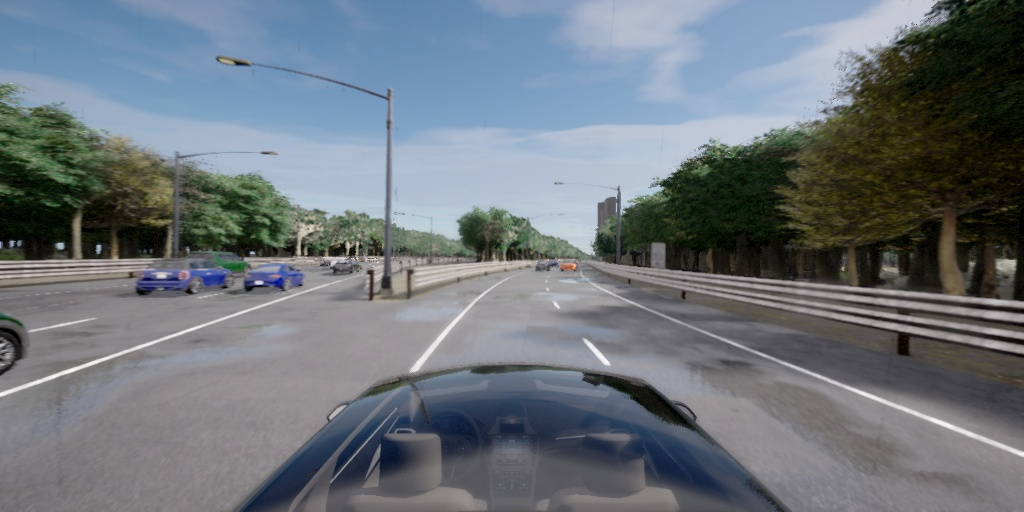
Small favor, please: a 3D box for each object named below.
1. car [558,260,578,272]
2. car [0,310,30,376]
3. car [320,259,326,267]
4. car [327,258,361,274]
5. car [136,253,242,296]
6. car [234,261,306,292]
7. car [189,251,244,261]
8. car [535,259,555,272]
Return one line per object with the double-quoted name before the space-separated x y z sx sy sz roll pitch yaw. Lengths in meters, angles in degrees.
"car" 8.140 1.311 51.686 2.097 1.767 4.553 1 0 11
"car" -8.502 0.988 3.864 2.097 1.767 4.553 1 0 -16
"car" -27.104 1.013 53.997 1.895 1.301 4.718 1 0 -9
"car" -16.738 1.046 36.494 2.128 1.511 4.902 1 0 -12
"car" -15.809 0.895 17.695 2.097 1.767 4.553 1 0 -14
"car" -12.784 1.122 19.551 1.812 1.442 4.674 1 0 -14
"car" -21.597 0.685 26.528 2.150 2.045 5.566 1 0 -13
"car" 4.484 1.399 51.224 2.128 1.511 4.902 1 0 11
